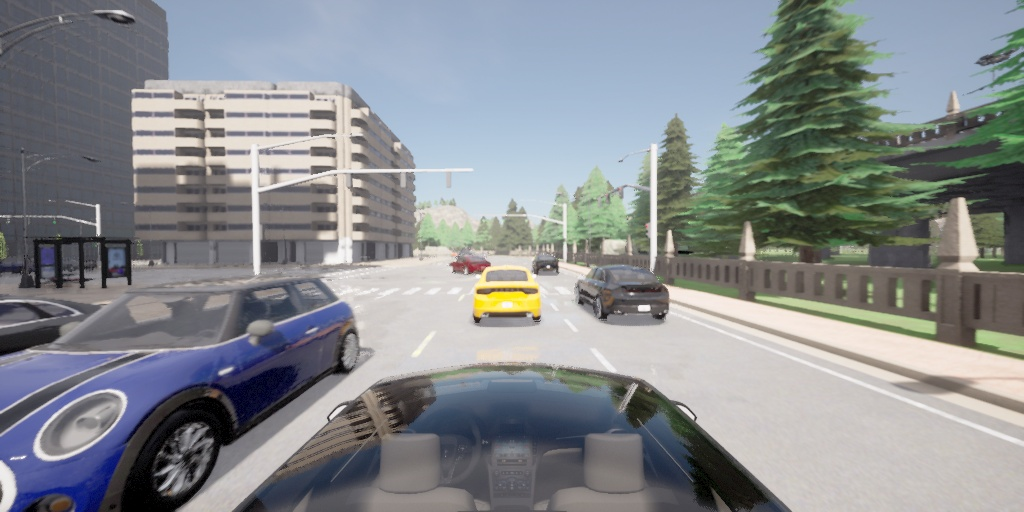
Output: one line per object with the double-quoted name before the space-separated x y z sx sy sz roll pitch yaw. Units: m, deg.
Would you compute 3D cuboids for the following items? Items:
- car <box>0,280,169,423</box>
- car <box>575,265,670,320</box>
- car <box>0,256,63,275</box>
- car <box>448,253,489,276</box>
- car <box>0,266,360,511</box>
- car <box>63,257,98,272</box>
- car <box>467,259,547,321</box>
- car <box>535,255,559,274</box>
"car" -7.138 1.241 3.892 2.128 1.511 4.902 0 1 -1
"car" 3.322 1.039 11.590 1.837 1.490 4.892 0 1 -1
"car" -45.753 0.806 33.387 4.553 1.767 2.097 0 1 -3
"car" -3.604 0.721 29.621 1.882 1.535 5.008 0 1 -33
"car" -3.651 1.074 4.242 2.097 1.767 4.553 0 1 -1
"car" -45.809 0.877 36.887 4.902 1.511 2.128 0 1 -3
"car" -0.177 1.034 11.551 1.882 1.535 5.008 0 1 -1
"car" 2.764 0.648 30.353 1.882 1.535 5.008 0 1 -2
